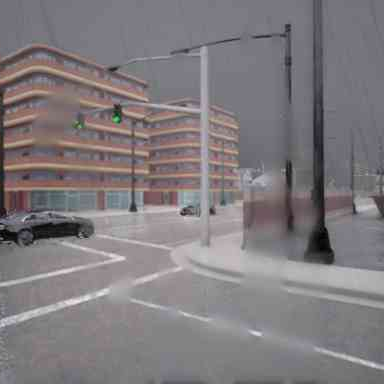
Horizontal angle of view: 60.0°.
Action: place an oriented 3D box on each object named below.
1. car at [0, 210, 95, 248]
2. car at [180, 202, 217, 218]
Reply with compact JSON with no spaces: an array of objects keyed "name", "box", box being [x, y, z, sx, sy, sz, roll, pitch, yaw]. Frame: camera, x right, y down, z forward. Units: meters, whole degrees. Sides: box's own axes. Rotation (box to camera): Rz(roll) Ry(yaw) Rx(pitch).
[{"name":"car","box":[-6.831,1.565,15.444,2.128,1.511,4.902,0,-1,35]},{"name":"car","box":[0.654,1.675,32.195,1.994,1.385,4.181,0,0,35]}]
